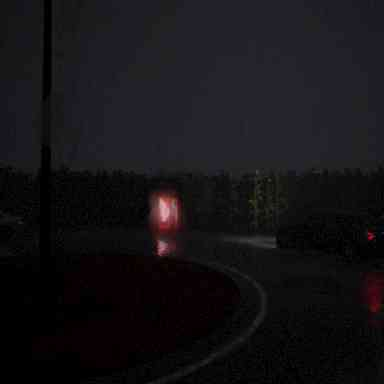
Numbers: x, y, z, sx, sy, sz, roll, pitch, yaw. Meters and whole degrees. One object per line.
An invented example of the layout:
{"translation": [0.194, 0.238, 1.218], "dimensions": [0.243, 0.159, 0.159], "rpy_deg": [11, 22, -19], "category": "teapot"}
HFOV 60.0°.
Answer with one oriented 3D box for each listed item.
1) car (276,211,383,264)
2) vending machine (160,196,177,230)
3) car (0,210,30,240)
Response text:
{"translation": [5.372, 1.489, 12.759], "dimensions": [2.097, 1.767, 4.553], "rpy_deg": [1, -1, -29], "category": "car"}
{"translation": [-1.543, 1.344, 21.720], "dimensions": [0.880, 2.100, 1.100], "rpy_deg": [0, 0, 8], "category": "vending machine"}
{"translation": [-10.524, 1.561, 16.237], "dimensions": [4.674, 1.442, 1.812], "rpy_deg": [1, 0, -21], "category": "car"}
